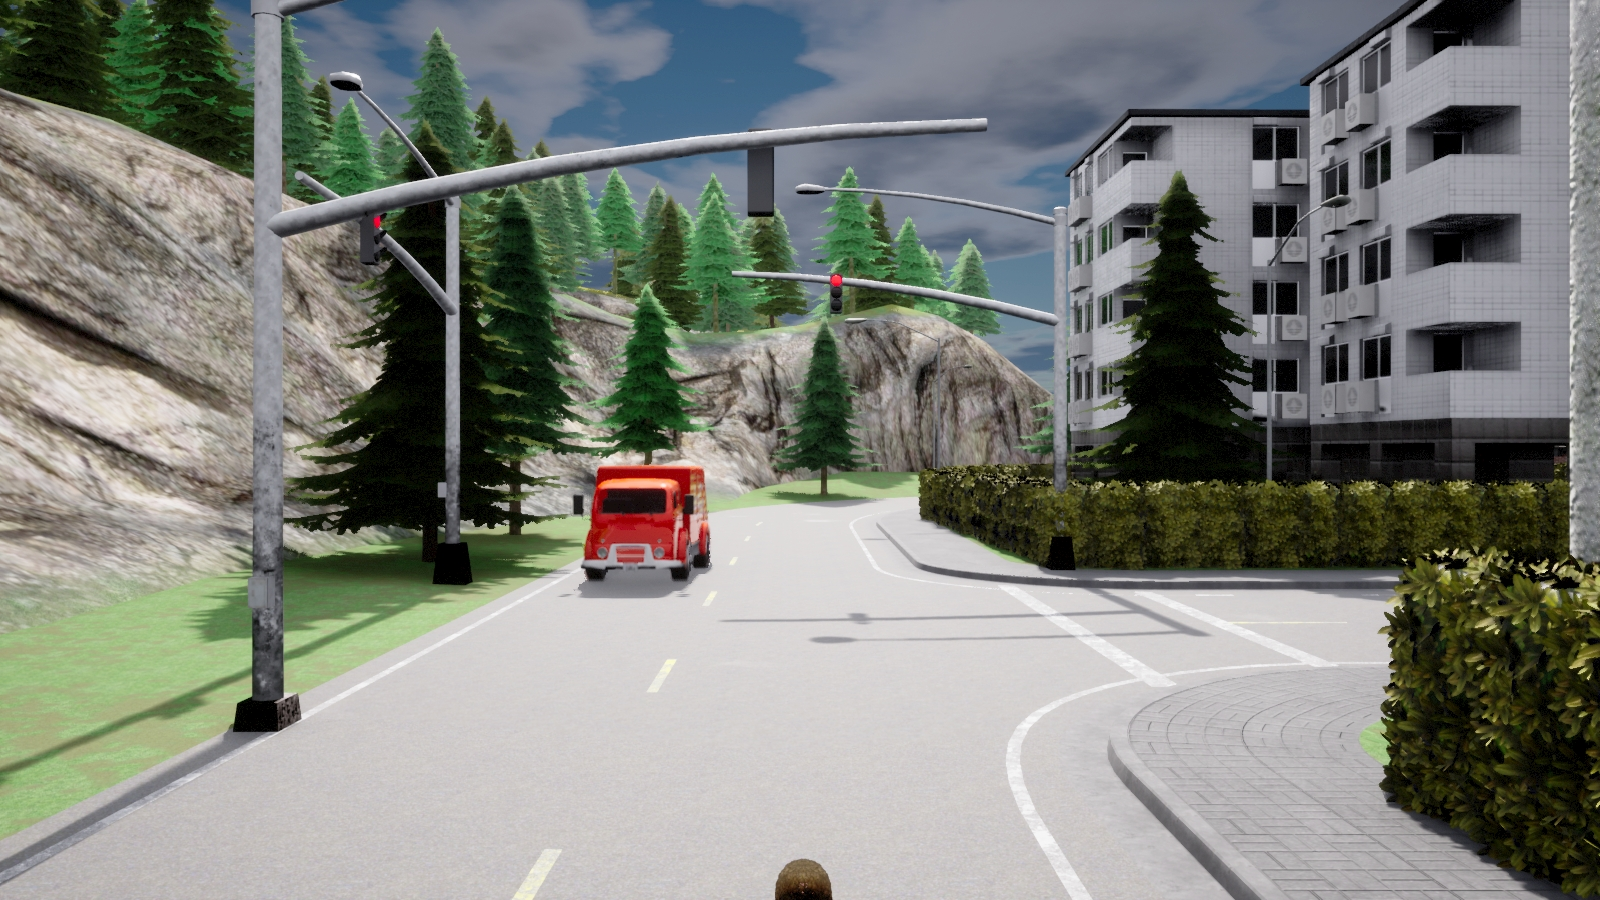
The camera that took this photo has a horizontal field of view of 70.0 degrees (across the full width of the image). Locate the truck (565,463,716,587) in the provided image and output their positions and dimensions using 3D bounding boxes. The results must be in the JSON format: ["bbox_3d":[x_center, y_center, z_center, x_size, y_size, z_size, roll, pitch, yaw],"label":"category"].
[{"bbox_3d":[-3.418,1.552,25.739,2.627,2.467,5.204,0,0,0],"label":"truck"}]

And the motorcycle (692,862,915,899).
[{"bbox_3d":[0.010,2.193,3.477,0.803,1.145,2.033,0,0,0],"label":"motorcycle"}]
